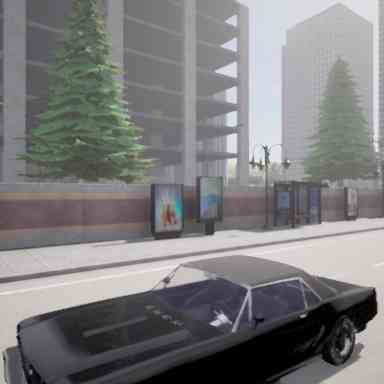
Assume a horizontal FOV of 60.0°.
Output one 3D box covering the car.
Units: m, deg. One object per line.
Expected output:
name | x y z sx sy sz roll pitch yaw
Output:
car | 0.333 1.599 4.234 4.718 1.301 1.895 0 0 -36
